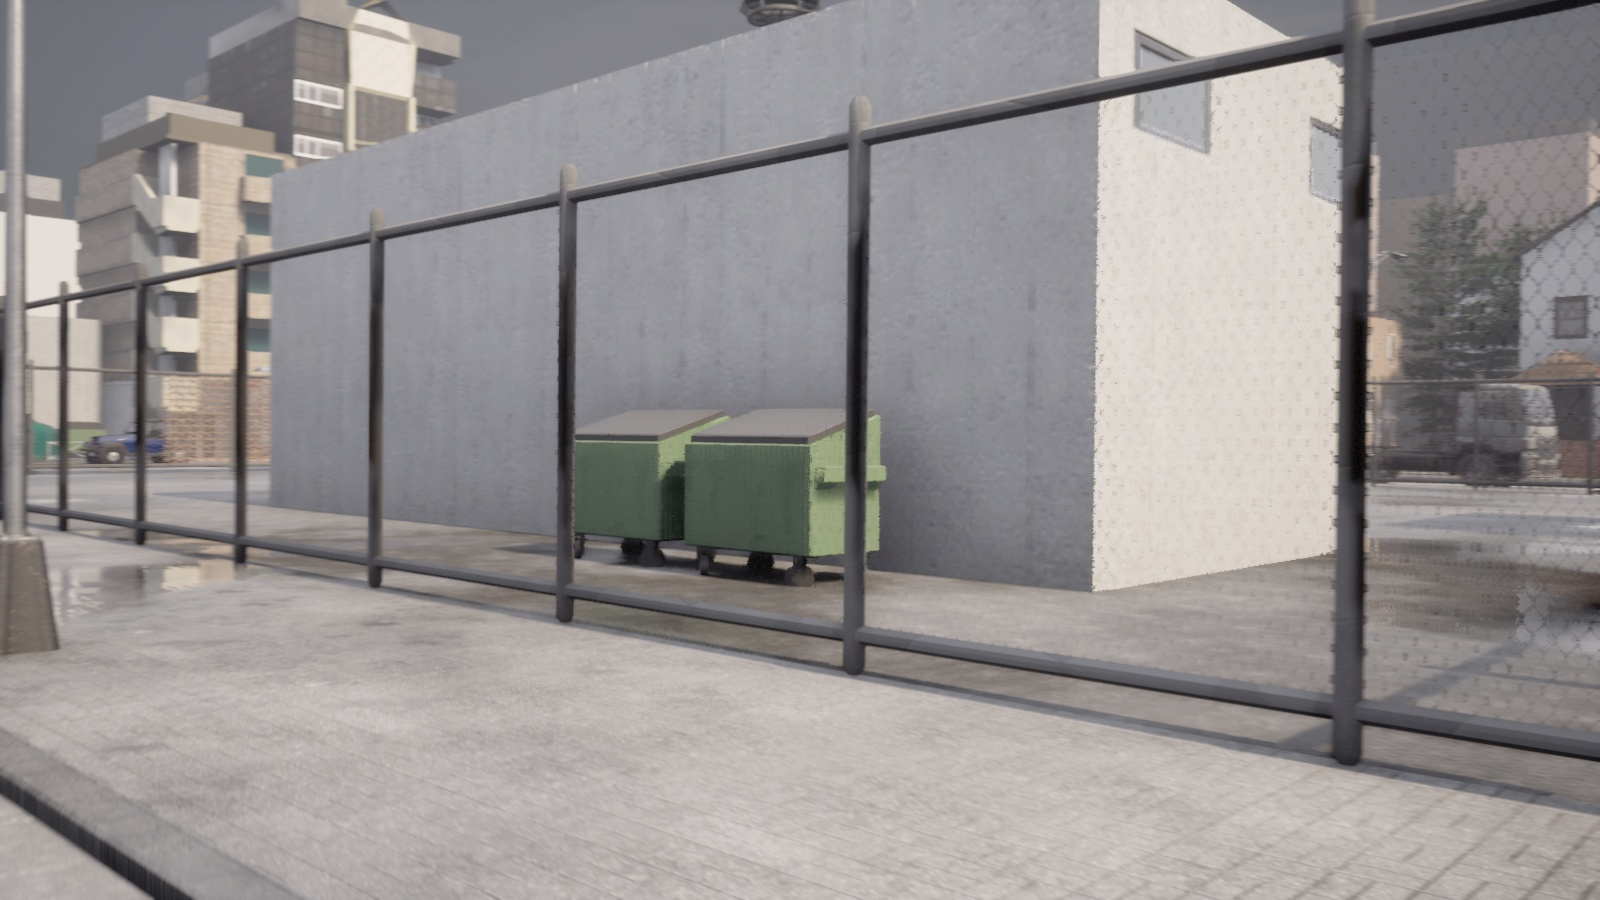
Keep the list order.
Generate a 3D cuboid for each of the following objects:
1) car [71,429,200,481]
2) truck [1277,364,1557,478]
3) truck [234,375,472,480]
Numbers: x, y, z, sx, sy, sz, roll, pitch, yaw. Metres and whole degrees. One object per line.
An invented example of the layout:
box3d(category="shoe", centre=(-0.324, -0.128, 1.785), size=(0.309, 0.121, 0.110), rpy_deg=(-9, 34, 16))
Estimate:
box3d(category="car", centre=(-25.041, 0.157, 47.426), size=(1.905, 1.878, 3.866), rpy_deg=(0, 1, 43))
box3d(category="truck", centre=(20.513, -0.910, 42.162), size=(2.891, 3.462, 7.936), rpy_deg=(-1, 1, -44))
box3d(category="truck", centre=(-17.488, -0.889, 49.691), size=(2.891, 3.827, 8.468), rpy_deg=(0, 1, 44))
